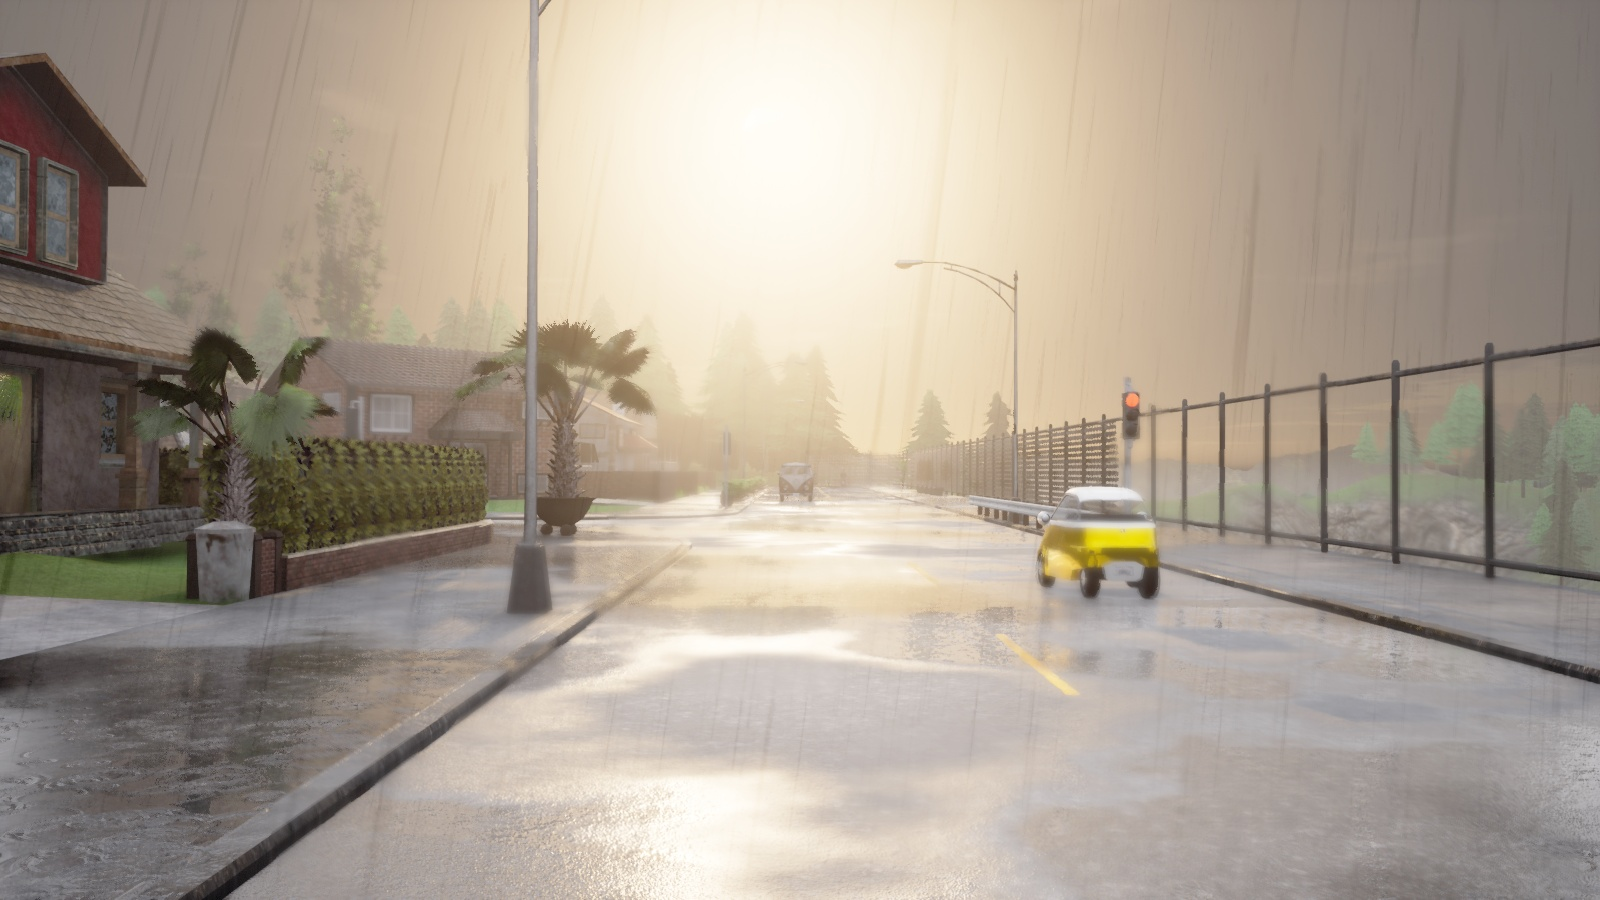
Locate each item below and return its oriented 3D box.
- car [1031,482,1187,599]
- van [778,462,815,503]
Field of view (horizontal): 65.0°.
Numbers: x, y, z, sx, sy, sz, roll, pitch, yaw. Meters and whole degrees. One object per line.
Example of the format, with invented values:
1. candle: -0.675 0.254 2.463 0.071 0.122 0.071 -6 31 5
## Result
1. car: 3.959 1.128 16.375 1.481 1.376 2.207 0 -1 0
2. van: -0.179 1.639 63.945 1.775 1.987 4.442 0 -1 0
